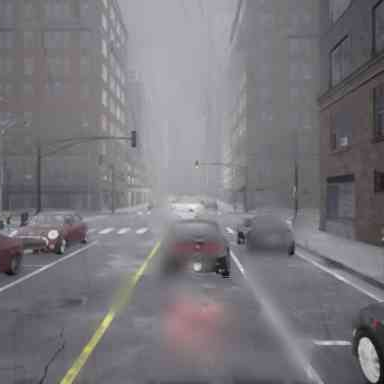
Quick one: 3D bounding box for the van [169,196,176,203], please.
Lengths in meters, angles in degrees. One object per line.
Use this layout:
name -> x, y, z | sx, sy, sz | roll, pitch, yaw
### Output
van -> -5.557, 2.175, 93.915 | 1.690, 1.788, 3.998 | 0, -1, 0

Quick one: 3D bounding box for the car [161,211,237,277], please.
car -> 0.101, 1.581, 10.458 | 1.837, 1.490, 4.892 | 0, 0, 0

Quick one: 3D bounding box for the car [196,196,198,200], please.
car -> 2.958, 2.086, 88.497 | 2.192, 1.841, 5.009 | 0, -1, 0

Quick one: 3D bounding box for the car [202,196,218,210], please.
car -> 2.890, 1.836, 50.635 | 1.967, 1.590, 4.097 | 0, -1, 0

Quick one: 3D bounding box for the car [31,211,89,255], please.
car -> -5.670, 1.538, 13.546 | 1.967, 1.590, 4.097 | 0, 0, 0

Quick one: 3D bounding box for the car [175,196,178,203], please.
car -> -5.567, 2.087, 88.507 | 2.192, 1.841, 5.009 | 0, -1, 0

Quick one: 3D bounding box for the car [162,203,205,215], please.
car -> -0.726, 1.689, 22.595 | 1.812, 1.442, 4.674 | 0, 0, -11

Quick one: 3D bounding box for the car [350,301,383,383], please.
car -> 2.856, 1.570, 2.543 | 2.008, 1.369, 4.403 | 0, 0, 0

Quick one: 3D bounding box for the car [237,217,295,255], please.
car -> 2.856, 1.664, 13.545 | 1.947, 1.339, 4.313 | 0, 0, 0

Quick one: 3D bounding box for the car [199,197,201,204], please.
car -> 2.910, 2.044, 61.451 | 2.008, 1.369, 4.403 | 0, -1, 0

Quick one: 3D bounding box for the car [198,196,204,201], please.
car -> 2.929, 2.038, 72.270 | 1.967, 1.590, 4.097 | 0, -1, 0

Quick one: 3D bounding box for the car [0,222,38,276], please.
car -> -5.670, 1.641, 8.044 | 1.802, 1.307, 4.206 | 0, 0, 0

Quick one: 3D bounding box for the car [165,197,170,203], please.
car -> -5.614, 2.045, 61.463 | 2.008, 1.369, 4.403 | 0, -1, 0

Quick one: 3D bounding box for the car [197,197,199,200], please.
car -> 2.949, 2.151, 83.087 | 1.967, 1.590, 4.097 | 0, -1, 0

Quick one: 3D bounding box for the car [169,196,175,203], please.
car -> -5.586, 2.178, 77.519 | 1.752, 1.417, 4.829 | 0, -1, 0

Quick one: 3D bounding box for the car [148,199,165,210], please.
car -> -5.635, 1.979, 50.647 | 1.802, 1.307, 4.206 | 0, 0, 0
